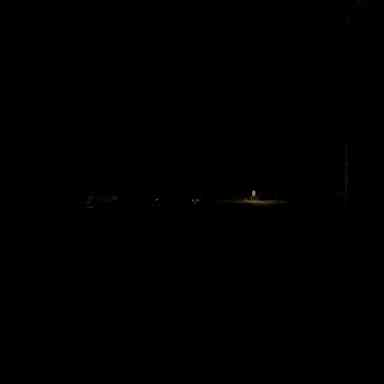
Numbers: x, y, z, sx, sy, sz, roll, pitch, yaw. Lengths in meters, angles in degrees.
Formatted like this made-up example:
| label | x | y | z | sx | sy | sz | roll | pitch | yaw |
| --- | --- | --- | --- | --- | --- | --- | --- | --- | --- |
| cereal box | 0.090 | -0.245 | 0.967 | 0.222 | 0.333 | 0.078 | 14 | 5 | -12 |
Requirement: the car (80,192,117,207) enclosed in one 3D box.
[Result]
| label | x | y | z | sx | sy | sz | roll | pitch | yaw |
| --- | --- | --- | --- | --- | --- | --- | --- | --- | --- |
| car | -13.624 | 1.085 | 48.830 | 2.150 | 2.045 | 5.566 | 0 | 0 | 35 |

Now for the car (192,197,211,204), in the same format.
| label | x | y | z | sx | sy | sz | roll | pitch | yaw |
| --- | --- | --- | --- | --- | --- | --- | --- | --- | --- |
| car | 1.972 | 1.672 | 66.096 | 1.895 | 1.301 | 4.718 | 0 | 0 | 35 |

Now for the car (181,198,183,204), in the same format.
| label | x | y | z | sx | sy | sz | roll | pitch | yaw |
| --- | --- | --- | --- | --- | --- | --- | --- | --- | --- |
| car | -3.647 | 1.499 | 62.879 | 1.882 | 1.535 | 5.008 | 0 | 0 | 35 |

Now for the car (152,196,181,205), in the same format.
| label | x | y | z | sx | sy | sz | roll | pitch | yaw |
| --- | --- | --- | --- | --- | --- | --- | --- | --- | --- |
| car | -4.662 | 1.462 | 56.586 | 2.128 | 1.511 | 4.902 | 0 | 0 | 36 |
